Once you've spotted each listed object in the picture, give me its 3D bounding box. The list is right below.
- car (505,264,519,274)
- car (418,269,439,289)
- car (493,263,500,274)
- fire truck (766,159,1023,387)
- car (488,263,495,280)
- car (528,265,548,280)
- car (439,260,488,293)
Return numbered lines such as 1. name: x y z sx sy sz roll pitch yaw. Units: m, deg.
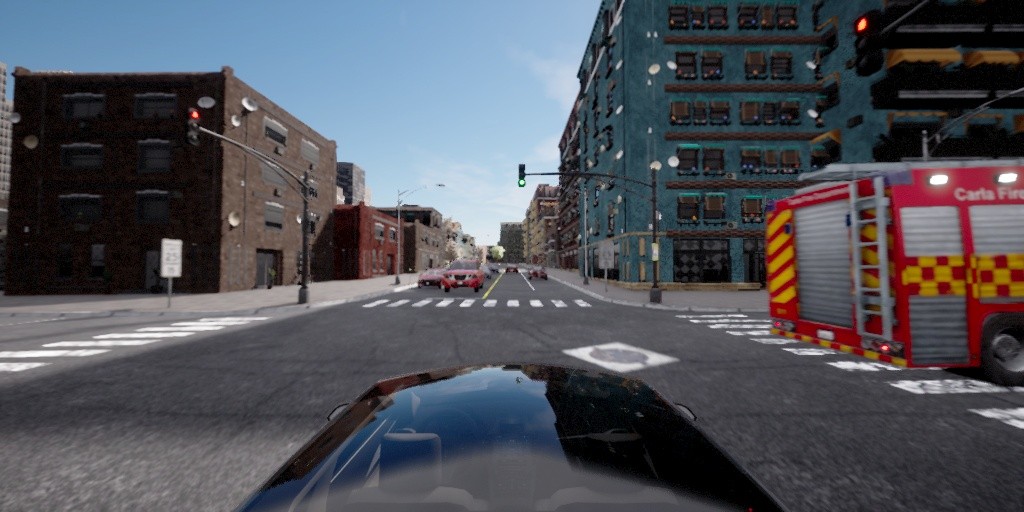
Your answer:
1. car: -0.015 1.945 54.032 1.882 1.535 5.008 0 -1 0
2. car: -5.774 1.638 26.768 1.888 1.381 4.507 0 0 0
3. car: -3.048 1.840 55.591 2.097 1.767 4.553 0 -1 0
4. fire truck: 9.820 0.069 6.654 8.468 3.827 2.891 -1 -2 0
5. car: -3.100 1.771 37.873 1.812 1.442 4.674 0 -1 0
6. car: 2.681 1.690 38.200 1.967 1.591 4.097 0 0 0
7. car: -3.094 1.278 24.054 2.150 2.045 5.566 0 -1 0
